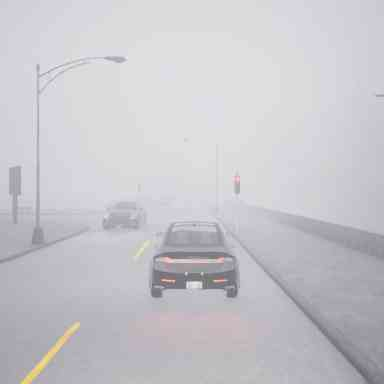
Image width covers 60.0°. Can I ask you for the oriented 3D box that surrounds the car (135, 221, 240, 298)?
[{"bbox_3d":[0.059,1.492,8.514,2.128,1.511,4.902,0,0,0],"label":"car"}]

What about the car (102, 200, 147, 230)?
[{"bbox_3d":[-4.108,1.351,20.887,2.097,1.767,4.553,0,0,0],"label":"car"}]

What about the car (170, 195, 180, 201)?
[{"bbox_3d":[-4.031,1.400,79.133,1.994,1.385,4.181,0,0,0],"label":"car"}]

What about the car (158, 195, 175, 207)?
[{"bbox_3d":[-4.117,1.547,50.905,2.033,1.411,5.357,0,0,0],"label":"car"}]

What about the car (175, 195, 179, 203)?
[{"bbox_3d":[-4.063,1.601,64.838,1.895,1.301,4.718,0,0,0],"label":"car"}]
